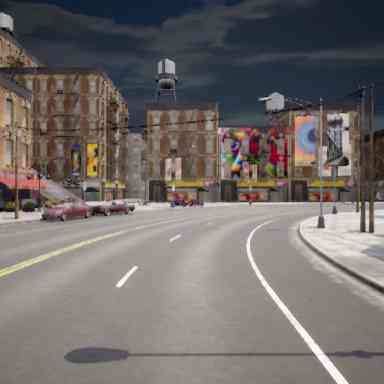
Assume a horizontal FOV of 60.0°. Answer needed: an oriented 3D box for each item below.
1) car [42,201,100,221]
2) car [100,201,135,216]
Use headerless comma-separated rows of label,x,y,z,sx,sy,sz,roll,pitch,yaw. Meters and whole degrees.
car,-9.898,1.500,26.895,2.002,1.452,4.674,0,0,20
car,-7.733,1.575,32.201,1.895,1.301,4.718,0,0,30
